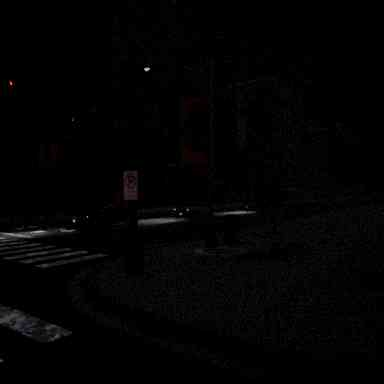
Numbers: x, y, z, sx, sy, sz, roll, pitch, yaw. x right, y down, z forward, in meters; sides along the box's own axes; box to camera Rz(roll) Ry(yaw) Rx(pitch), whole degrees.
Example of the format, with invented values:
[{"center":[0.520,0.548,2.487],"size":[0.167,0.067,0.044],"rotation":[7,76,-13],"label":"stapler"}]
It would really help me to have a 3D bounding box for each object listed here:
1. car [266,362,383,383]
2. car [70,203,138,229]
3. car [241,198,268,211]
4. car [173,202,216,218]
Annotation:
[{"center":[2.199,1.551,1.278],"size":[4.403,1.369,2.008],"rotation":[0,0,36],"label":"car"},{"center":[-5.780,1.512,22.332],"size":[2.128,1.511,4.902],"rotation":[0,0,36],"label":"car"},{"center":[7.921,1.557,41.698],"size":[2.128,1.511,4.902],"rotation":[0,0,36],"label":"car"},{"center":[0.301,1.640,30.962],"size":[1.895,1.301,4.718],"rotation":[0,0,36],"label":"car"}]
